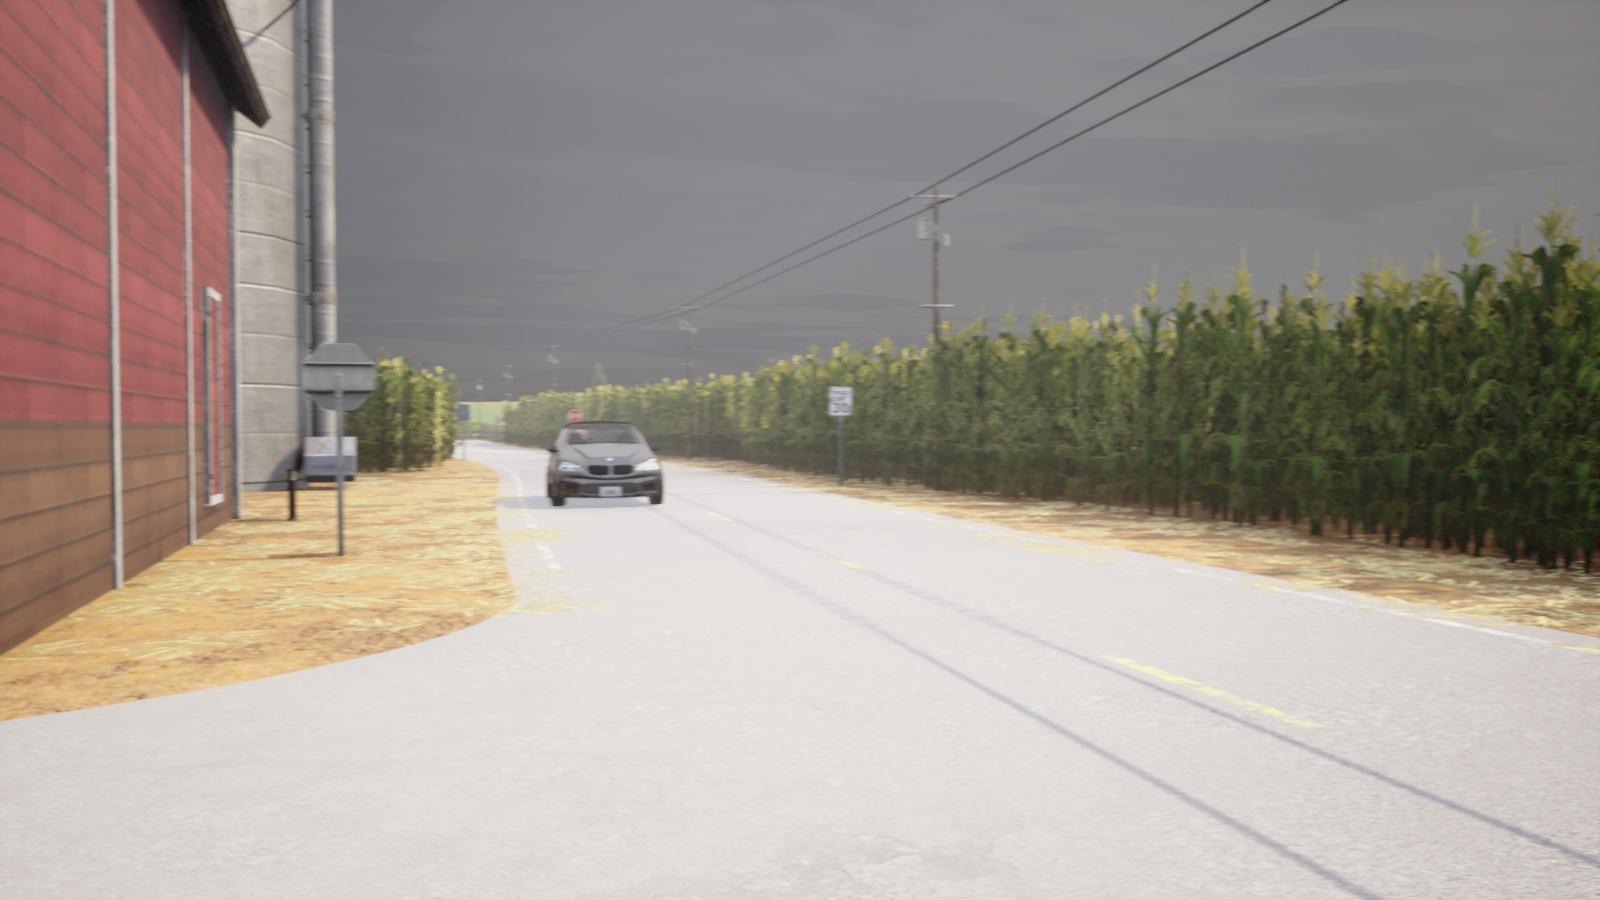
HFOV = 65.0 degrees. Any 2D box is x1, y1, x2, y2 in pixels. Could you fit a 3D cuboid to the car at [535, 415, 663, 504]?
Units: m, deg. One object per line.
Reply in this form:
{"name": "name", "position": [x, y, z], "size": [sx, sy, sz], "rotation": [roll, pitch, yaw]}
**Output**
{"name": "car", "position": [-4.245, 0.131, 25.905], "size": [2.242, 1.667, 4.611], "rotation": [0, 1, -14]}
